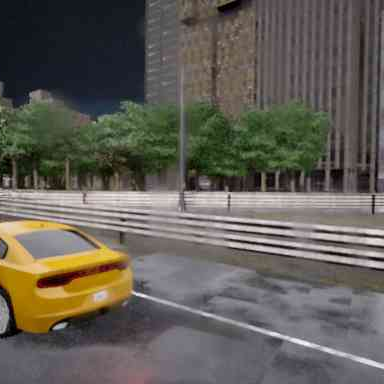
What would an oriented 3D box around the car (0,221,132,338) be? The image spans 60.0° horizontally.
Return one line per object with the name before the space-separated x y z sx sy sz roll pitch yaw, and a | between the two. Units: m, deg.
car | -3.328 1.294 6.367 5.008 1.535 1.882 2 1 36
